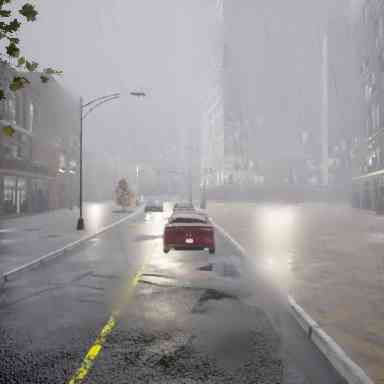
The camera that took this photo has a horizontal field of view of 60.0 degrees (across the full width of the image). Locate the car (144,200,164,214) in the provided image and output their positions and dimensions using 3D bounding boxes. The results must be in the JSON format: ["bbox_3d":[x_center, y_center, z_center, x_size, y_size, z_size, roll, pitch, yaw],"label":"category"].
[{"bbox_3d":[-4.030,1.566,35.657,1.994,1.385,4.181,0,0,-4],"label":"car"}]

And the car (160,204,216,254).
[{"bbox_3d":[-0.145,1.480,13.627,1.882,1.535,5.008,0,0,-1],"label":"car"}]

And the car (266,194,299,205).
[{"bbox_3d":[13.965,1.201,51.548,5.009,1.841,2.192,0,-1,15],"label":"car"}]
